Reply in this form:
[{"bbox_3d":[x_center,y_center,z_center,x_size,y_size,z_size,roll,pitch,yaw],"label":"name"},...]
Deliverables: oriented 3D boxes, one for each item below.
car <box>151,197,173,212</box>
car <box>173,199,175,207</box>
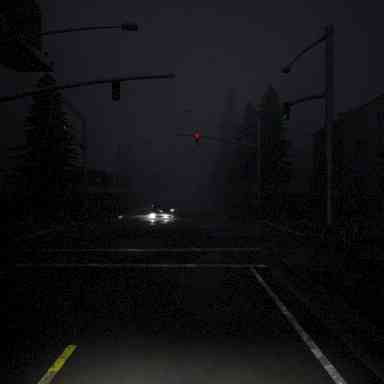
[{"bbox_3d":[-3.550,1.601,38.211,1.895,1.301,4.718,0,0,0],"label":"car"},{"bbox_3d":[-3.520,1.503,48.333,1.837,1.490,4.892,0,0,0],"label":"car"}]
